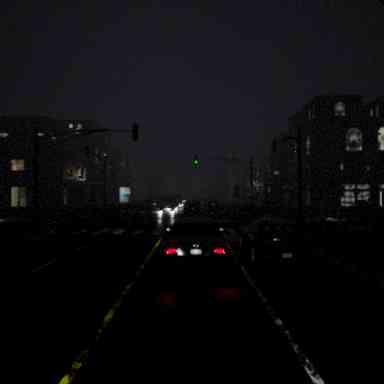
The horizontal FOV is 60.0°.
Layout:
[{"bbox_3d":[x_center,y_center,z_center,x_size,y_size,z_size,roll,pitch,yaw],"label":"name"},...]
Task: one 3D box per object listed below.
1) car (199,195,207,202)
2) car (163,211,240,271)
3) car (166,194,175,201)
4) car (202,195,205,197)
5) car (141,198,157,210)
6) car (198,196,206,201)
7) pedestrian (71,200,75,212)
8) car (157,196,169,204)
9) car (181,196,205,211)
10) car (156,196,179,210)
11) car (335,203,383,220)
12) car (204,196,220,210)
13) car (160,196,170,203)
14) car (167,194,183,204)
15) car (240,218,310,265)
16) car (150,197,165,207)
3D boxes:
[{"bbox_3d":[2.689,1.548,82.609,1.967,1.590,4.097,0,0,0],"label":"car"},{"bbox_3d":[0.097,1.561,10.907,2.033,1.411,5.357,0,0,0],"label":"car"},{"bbox_3d":[-5.691,1.431,88.145,2.192,1.841,5.009,0,0,0],"label":"car"},{"bbox_3d":[2.690,1.650,54.998,1.802,1.307,4.206,0,0,0],"label":"car"},{"bbox_3d":[-5.689,1.636,43.969,1.802,1.307,4.206,0,0,0],"label":"car"},{"bbox_3d":[2.688,1.667,88.131,2.008,1.369,4.403,0,0,0],"label":"car"},{"bbox_3d":[-12.554,1.452,35.100,0.375,1.300,0.375,0,-1,1],"label":"pedestrian"},{"bbox_3d":[-5.690,1.523,66.056,1.967,1.590,4.097,0,0,0],"label":"car"},{"bbox_3d":[0.097,1.521,35.986,1.882,1.535,5.008,0,0,0],"label":"car"},{"bbox_3d":[-3.112,1.578,43.006,1.812,1.442,4.674,0,0,1],"label":"car"},{"bbox_3d":[14.809,1.684,29.143,4.181,1.385,1.994,0,0,1],"label":"car"},{"bbox_3d":[2.691,1.620,43.956,1.947,1.339,4.313,0,0,0],"label":"car"},{"bbox_3d":[-5.691,1.616,71.408,1.752,1.417,4.829,0,0,0],"label":"car"},{"bbox_3d":[-3.069,1.557,53.358,2.128,1.511,4.902,0,0,0],"label":"car"},{"bbox_3d":[2.693,1.565,11.566,2.008,1.369,4.403,0,0,0],"label":"car"},{"bbox_3d":[-5.690,1.619,55.012,2.008,1.369,4.403,0,0,0],"label":"car"}]
